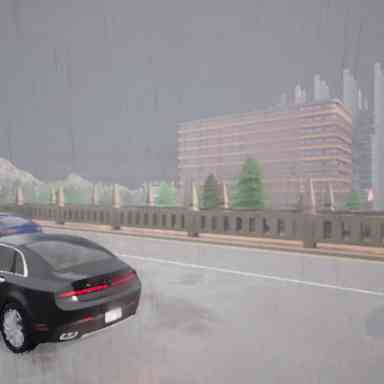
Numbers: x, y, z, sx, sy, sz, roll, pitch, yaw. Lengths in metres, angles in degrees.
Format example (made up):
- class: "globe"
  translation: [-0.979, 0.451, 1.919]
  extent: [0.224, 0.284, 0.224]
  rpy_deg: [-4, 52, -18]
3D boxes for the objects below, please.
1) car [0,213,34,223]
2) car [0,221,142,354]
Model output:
- class: "car"
  translation: [-8.161, 1.606, 14.102]
  extent: [4.674, 1.442, 1.812]
  rpy_deg: [0, 0, 35]
- class: "car"
  translation: [-3.105, 1.538, 6.206]
  extent: [4.892, 1.490, 1.837]
  rpy_deg: [0, 0, 35]
